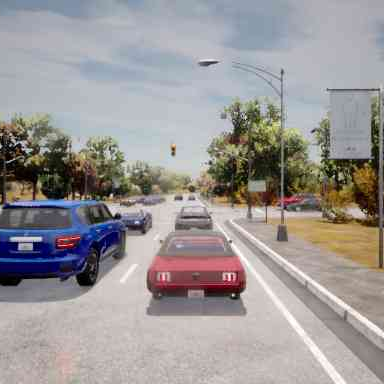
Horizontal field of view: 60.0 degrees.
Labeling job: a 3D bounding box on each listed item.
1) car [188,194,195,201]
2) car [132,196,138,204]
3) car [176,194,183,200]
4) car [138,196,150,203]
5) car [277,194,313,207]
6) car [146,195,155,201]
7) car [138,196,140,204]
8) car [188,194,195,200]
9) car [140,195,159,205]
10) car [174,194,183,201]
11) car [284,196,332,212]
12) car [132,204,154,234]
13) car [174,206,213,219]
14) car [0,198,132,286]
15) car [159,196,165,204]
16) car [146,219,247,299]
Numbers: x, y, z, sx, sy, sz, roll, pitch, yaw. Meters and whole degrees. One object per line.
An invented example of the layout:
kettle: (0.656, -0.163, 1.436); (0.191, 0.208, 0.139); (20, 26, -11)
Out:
car: (-0.039, 1.533, 85.115); (2.033, 1.411, 5.357); (0, 0, 0)
car: (-10.612, 1.601, 54.790); (1.895, 1.301, 4.718); (0, 0, 0)
car: (-3.544, 1.382, 95.533); (1.837, 1.490, 4.892); (0, 0, 0)
car: (-10.533, 1.552, 72.549); (1.994, 1.385, 4.181); (0, 0, 0)
car: (13.424, 1.221, 41.416); (5.566, 2.045, 2.150); (0, 0, 3)
car: (-10.539, 1.514, 84.755); (1.812, 1.442, 4.674); (0, 0, 0)
car: (-10.576, 1.526, 63.824); (1.812, 1.442, 4.674); (0, 0, 0)
car: (-0.044, 1.360, 95.534); (1.882, 1.535, 5.008); (0, 0, 0)
car: (-7.108, 1.525, 56.158); (1.812, 1.442, 4.674); (0, 0, 0)
car: (-3.539, 1.493, 85.114); (1.837, 1.490, 4.892); (0, 0, 0)
car: (13.378, 1.505, 37.899); (4.892, 1.490, 1.837); (0, 0, 3)
car: (-3.409, 1.601, 19.285); (1.895, 1.301, 4.718); (0, 0, 0)
car: (0.092, 1.491, 17.649); (2.128, 1.511, 4.902); (0, 0, 0)
car: (-3.409, 1.221, 9.531); (2.150, 2.045, 5.566); (0, 0, 0)
car: (-7.062, 1.477, 65.488); (1.882, 1.535, 5.008); (0, 0, 1)
car: (0.099, 1.601, 8.378); (1.895, 1.301, 4.718); (0, 0, 0)
